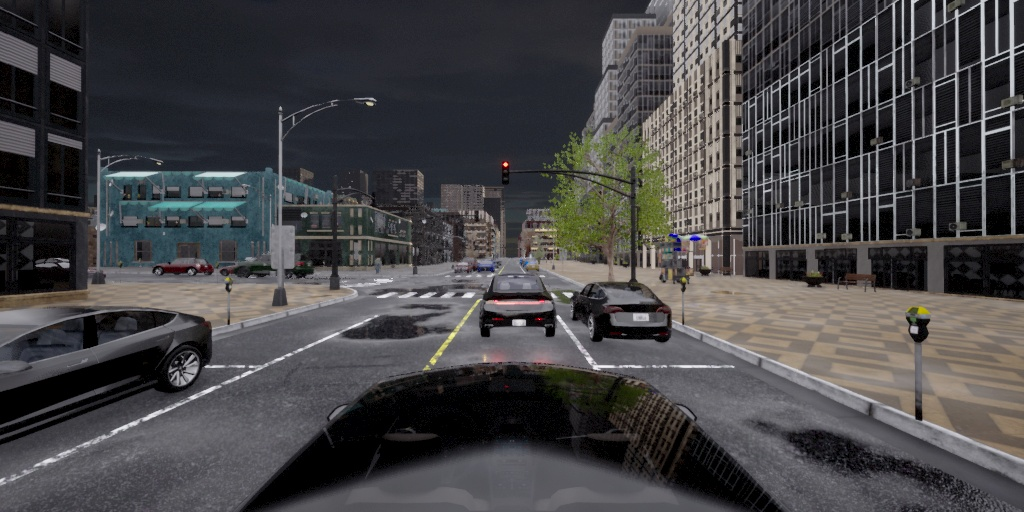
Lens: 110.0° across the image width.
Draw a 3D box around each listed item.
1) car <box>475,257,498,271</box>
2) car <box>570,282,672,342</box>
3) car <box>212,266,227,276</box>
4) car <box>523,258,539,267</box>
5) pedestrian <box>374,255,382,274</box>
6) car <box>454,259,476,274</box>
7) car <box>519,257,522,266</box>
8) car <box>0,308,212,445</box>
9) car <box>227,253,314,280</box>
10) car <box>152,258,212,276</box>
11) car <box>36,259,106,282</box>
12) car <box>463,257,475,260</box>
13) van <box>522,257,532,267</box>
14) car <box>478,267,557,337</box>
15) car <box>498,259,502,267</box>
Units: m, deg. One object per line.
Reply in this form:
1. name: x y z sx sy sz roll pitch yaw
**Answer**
1. car: -3.081 1.232 43.724 1.882 1.535 5.008 0 0 0
2. car: 2.694 1.316 9.572 1.948 1.339 4.313 0 0 0
3. car: -22.807 1.091 30.973 4.207 1.307 1.802 0 0 -1
4. car: 2.712 1.280 47.771 1.751 1.417 4.829 0 0 0
5. pedestrian: -12.734 0.790 34.060 0.375 1.860 0.375 0 -1 -1
6. car: -5.671 1.336 42.052 1.802 1.307 4.207 0 0 0
7. car: 2.720 1.308 64.255 2.007 1.370 4.403 0 0 0
8. car: -5.689 1.316 4.036 1.948 1.339 4.313 0 0 0
9. car: -18.675 0.769 28.291 5.566 2.045 2.150 1 0 1
10. car: -28.355 0.881 30.898 4.097 1.591 1.967 0 0 -1
11. car: -28.241 0.981 22.519 4.207 1.307 1.802 0 0 -1
12. car: -5.668 1.069 47.603 2.192 1.841 5.009 0 0 0
13. van: 2.715 1.096 53.153 1.690 1.789 3.998 0 0 0
14. car: 0.115 1.242 10.243 2.128 1.511 4.902 0 0 -1
15. car: -3.063 1.318 56.188 1.994 1.385 4.181 0 0 0
